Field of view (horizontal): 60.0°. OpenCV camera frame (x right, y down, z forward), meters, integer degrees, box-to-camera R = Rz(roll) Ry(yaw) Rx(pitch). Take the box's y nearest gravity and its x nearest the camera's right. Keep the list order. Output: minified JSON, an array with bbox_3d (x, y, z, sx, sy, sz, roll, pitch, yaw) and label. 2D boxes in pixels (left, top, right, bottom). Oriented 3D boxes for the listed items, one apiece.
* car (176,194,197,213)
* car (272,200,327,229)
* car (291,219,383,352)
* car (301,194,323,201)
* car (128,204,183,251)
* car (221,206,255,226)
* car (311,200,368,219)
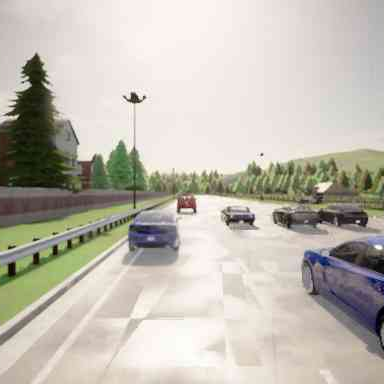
[{"bbox_3d":[-0.596,1.287,37.865,2.150,2.045,5.566,0,0,0],"label":"car"},{"bbox_3d":[6.715,1.536,22.087,2.128,1.511,4.902,0,0,-1],"label":"car"},{"bbox_3d":[3.486,1.490,5.699,1.882,1.535,5.008,0,0,-1],"label":"car"},{"bbox_3d":[21.896,1.333,60.690,3.866,1.878,1.905,0,0,-1],"label":"car"},{"bbox_3d":[-1.480,1.503,14.185,1.882,1.535,5.008,0,0,-1],"label":"car"},{"bbox_3d":[3.182,1.646,23.960,1.895,1.301,4.718,0,0,-1],"label":"car"},{"bbox_3d":[10.200,1.553,22.938,1.837,1.490,4.892,0,0,-1],"label":"car"}]
